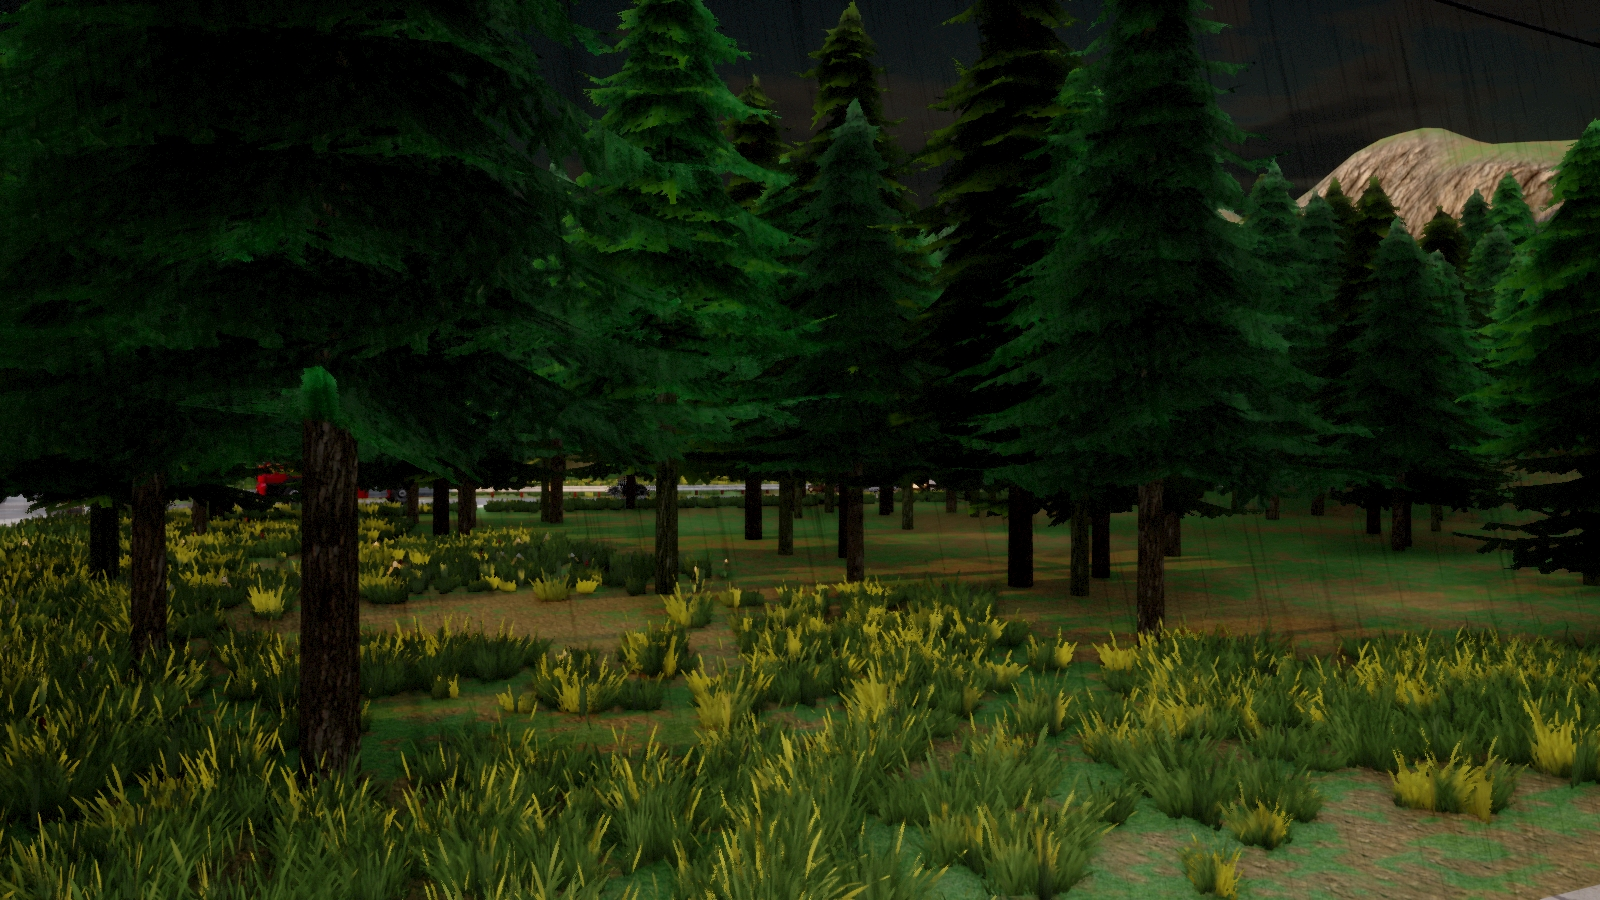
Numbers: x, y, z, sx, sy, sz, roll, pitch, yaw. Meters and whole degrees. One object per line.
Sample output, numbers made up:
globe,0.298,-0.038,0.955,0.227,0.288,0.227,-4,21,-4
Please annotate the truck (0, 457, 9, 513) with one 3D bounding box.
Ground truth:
truck,-38.053,1.554,50.128,5.204,2.467,2.627,0,0,-28
